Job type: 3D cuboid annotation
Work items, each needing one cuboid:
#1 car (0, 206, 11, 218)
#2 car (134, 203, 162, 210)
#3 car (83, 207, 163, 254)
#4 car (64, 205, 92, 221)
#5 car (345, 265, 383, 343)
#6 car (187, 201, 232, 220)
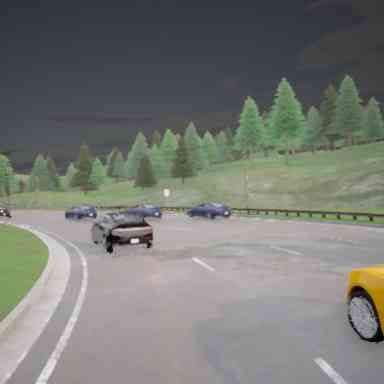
[{"bbox_3d":[-23.229,2.443,39.681,4.674,1.442,1.812,-2,0,40],"label":"car"},{"bbox_3d":[-4.360,1.735,29.909,1.812,1.442,4.674,-2,0,-37],"label":"car"},{"bbox_3d":[-3.160,1.631,14.462,2.128,1.511,4.902,-1,0,-26],"label":"car"},{"bbox_3d":[-10.815,1.976,32.354,1.812,1.442,4.674,-2,0,-41],"label":"car"},{"bbox_3d":[3.545,1.353,3.317,1.882,1.535,5.008,-1,0,-6],"label":"car"},{"bbox_3d":[1.409,1.520,27.742,1.812,1.442,4.674,-2,0,-34],"label":"car"}]
